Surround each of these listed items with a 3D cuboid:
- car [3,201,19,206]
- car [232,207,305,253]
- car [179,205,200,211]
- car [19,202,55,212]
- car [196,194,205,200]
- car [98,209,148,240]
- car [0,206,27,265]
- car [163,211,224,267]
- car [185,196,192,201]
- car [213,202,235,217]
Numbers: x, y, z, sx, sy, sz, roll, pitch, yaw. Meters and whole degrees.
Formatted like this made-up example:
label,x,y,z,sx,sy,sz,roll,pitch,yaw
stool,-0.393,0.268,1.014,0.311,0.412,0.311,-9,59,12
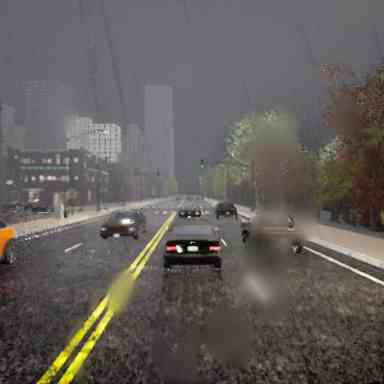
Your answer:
label,x,y,z,sx,sy,sz,roll,pitch,yaw
car,-28.848,2.167,53.396,4.403,1.369,2.008,-1,1,-1
car,3.217,1.580,14.065,2.128,1.511,4.902,0,0,-1
car,-0.196,1.787,29.288,1.895,1.301,4.718,0,0,-1
car,-20.423,2.112,44.975,4.313,1.339,1.947,-1,1,-1
car,2.285,1.603,90.696,2.150,2.045,5.566,0,0,-1
car,-3.524,1.665,18.129,2.033,1.411,5.357,0,0,-1
car,-6.676,1.412,8.900,2.097,1.767,4.553,0,0,-1
car,-0.007,1.622,11.685,2.033,1.411,5.357,0,0,-1
car,-0.964,1.857,90.629,1.882,1.535,5.008,0,0,-1
car,3.036,1.672,30.944,1.882,1.535,5.008,0,0,-1
